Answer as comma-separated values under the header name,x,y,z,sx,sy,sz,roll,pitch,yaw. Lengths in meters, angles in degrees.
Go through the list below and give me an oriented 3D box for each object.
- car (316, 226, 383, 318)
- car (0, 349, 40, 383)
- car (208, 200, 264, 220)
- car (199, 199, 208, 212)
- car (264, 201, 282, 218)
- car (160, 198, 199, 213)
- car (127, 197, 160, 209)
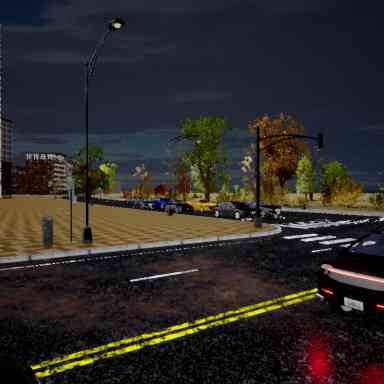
name,x,y,z,sx,sy,sz,roll,pitch,yaw
car,4.466,1.491,6.432,4.902,1.511,2.128,0,0,-34
car,-3.116,1.492,1.186,4.902,1.511,2.128,0,0,-36
car,3.740,1.564,29.219,1.837,1.490,4.892,0,0,-32
car,1.052,1.550,39.746,1.882,1.535,5.008,0,0,-32
car,6.286,1.540,31.280,2.128,1.511,4.902,0,0,-32
car,-1.478,1.648,37.650,1.994,1.385,4.181,0,0,-32
car,-6.805,1.597,46.431,2.128,1.511,4.902,0,0,-31
